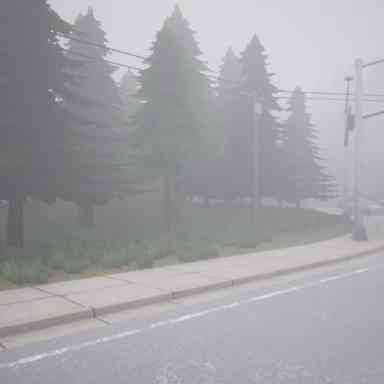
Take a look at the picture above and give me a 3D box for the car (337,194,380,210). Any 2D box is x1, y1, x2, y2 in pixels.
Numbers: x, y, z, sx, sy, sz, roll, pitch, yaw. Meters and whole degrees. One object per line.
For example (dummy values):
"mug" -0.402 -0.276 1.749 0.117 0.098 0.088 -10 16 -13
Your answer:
"car" 19.864 1.220 39.553 2.150 2.045 5.566 0 0 -15

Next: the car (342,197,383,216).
"car" 17.232 1.526 32.818 1.812 1.442 4.674 0 1 -5
